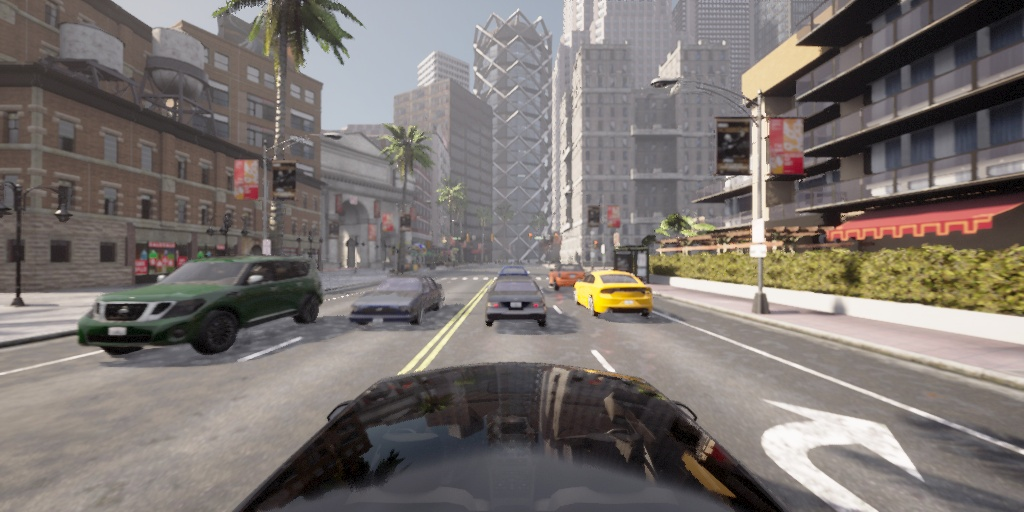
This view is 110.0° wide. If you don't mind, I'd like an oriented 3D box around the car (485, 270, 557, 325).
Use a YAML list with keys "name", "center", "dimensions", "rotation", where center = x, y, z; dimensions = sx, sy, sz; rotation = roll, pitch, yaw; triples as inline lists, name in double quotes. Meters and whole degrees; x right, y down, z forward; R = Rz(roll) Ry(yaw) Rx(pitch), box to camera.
- name: "car"
  center: [0.105, 1.363, 12.076]
  dimensions: [2.033, 1.411, 5.357]
  rotation: [0, 0, 0]

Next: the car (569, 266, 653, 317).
- name: "car"
  center: [3.612, 1.304, 13.563]
  dimensions: [1.882, 1.535, 5.008]
  rotation: [0, 0, 0]

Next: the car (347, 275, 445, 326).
- name: "car"
  center: [-3.590, 1.363, 12.276]
  dimensions: [2.033, 1.411, 5.357]
  rotation: [0, 0, 0]

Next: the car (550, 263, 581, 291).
- name: "car"
  center: [3.612, 1.241, 23.494]
  dimensions: [2.097, 1.767, 4.553]
  rotation: [0, 0, 0]

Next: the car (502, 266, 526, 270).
- name: "car"
  center: [0.112, 1.357, 22.093]
  dimensions: [1.882, 1.535, 5.008]
  rotation: [0, 0, 0]

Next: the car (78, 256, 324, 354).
- name: "car"
  center: [-7.094, 1.017, 9.215]
  dimensions: [2.150, 2.045, 5.566]
  rotation: [0, 0, 0]
